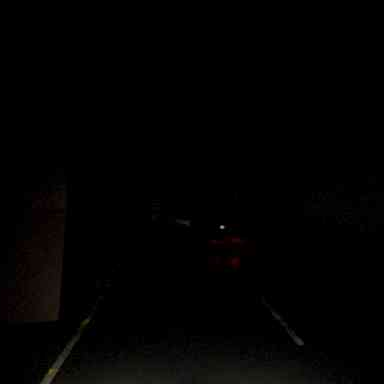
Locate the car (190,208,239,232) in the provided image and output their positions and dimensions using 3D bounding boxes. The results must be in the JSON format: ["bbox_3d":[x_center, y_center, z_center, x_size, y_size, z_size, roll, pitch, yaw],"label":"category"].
[{"bbox_3d":[1.166,1.606,20.159,1.895,1.301,4.718,0,0,-12],"label":"car"}]

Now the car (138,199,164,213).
[{"bbox_3d":[-4.697,1.512,37.420,2.128,1.511,4.902,0,0,-25],"label":"car"}]
